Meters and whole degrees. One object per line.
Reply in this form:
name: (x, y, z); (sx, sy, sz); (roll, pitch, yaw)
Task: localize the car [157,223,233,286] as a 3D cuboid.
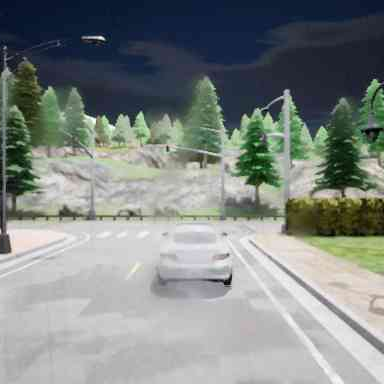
car: (0.081, 1.612, 9.588); (1.812, 1.442, 4.674); (0, 0, 0)
